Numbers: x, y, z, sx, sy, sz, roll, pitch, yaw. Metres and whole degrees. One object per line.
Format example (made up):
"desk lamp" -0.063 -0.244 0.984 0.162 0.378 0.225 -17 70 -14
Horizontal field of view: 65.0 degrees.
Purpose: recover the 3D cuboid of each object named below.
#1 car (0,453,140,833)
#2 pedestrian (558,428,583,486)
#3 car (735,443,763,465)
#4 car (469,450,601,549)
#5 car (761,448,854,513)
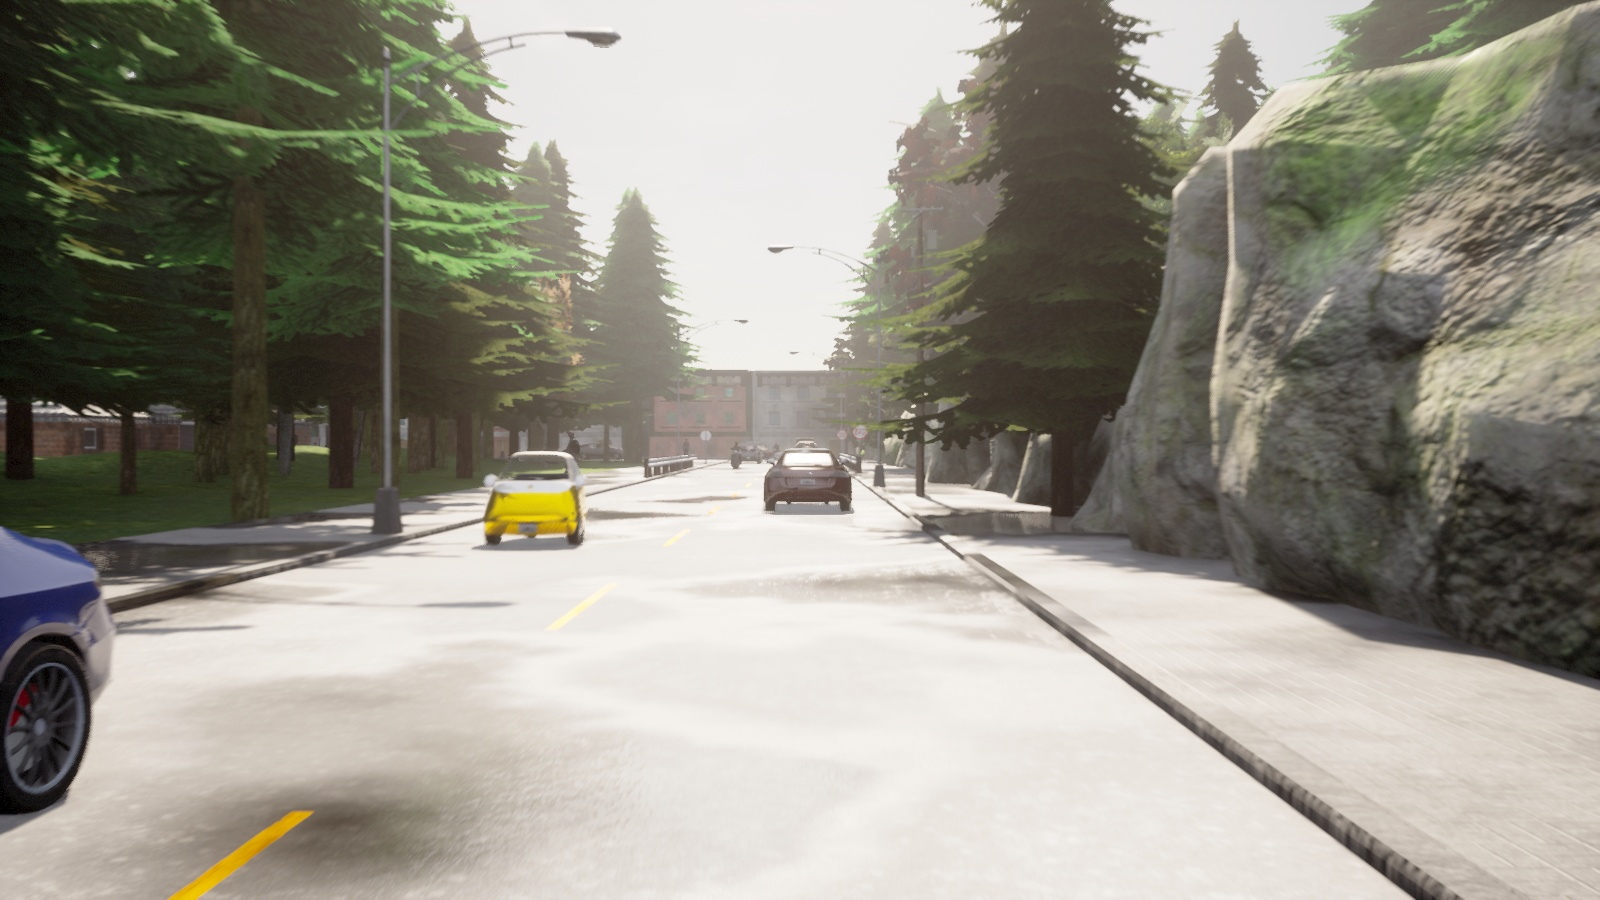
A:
"car" -3.965 0.750 3.461 1.812 1.442 4.674 0 0 0
"pedestrian" -7.496 0.221 41.012 0.720 1.854 0.376 0 0 -37
"car" -3.622 0.258 89.287 1.845 1.501 3.633 0 0 0
"car" -3.879 0.693 18.642 1.481 1.376 2.207 0 0 0
"car" 0.179 0.648 28.964 1.994 1.385 4.181 0 0 0
